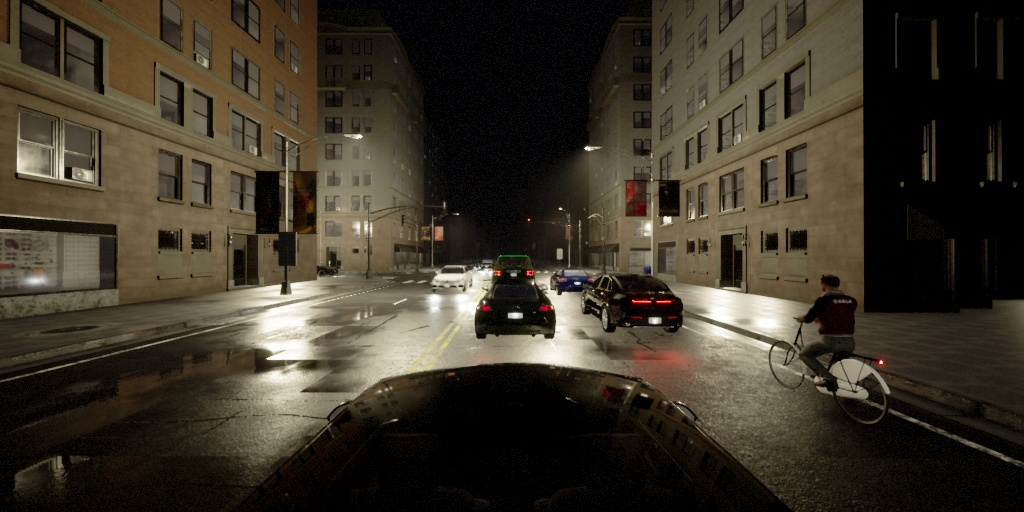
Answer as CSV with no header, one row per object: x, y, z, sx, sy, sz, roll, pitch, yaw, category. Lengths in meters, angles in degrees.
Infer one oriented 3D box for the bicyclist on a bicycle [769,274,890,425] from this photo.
4.139,1.121,4.871,0.659,1.776,1.843,0,0,0,bicyclist on a bicycle

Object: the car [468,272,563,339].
0.085,1.315,10.102,1.994,1.385,4.181,0,0,0,car

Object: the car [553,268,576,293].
3.224,1.318,19.665,1.994,1.385,4.181,0,0,0,car

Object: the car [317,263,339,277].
-19.192,1.299,34.807,4.181,1.385,1.994,0,0,0,car

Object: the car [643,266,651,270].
16.354,1.291,37.664,5.008,1.535,1.882,0,0,0,car

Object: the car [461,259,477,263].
-6.659,1.294,52.320,1.812,1.442,4.674,0,0,0,car

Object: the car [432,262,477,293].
-3.413,1.280,21.210,1.812,1.442,4.674,0,0,0,car

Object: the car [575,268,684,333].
3.334,1.256,10.769,1.837,1.490,4.892,0,0,0,car

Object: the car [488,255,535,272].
0.075,0.975,19.515,2.150,2.045,5.566,0,0,0,car

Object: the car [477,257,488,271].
-3.410,1.259,51.065,2.128,1.511,4.902,0,0,0,car
